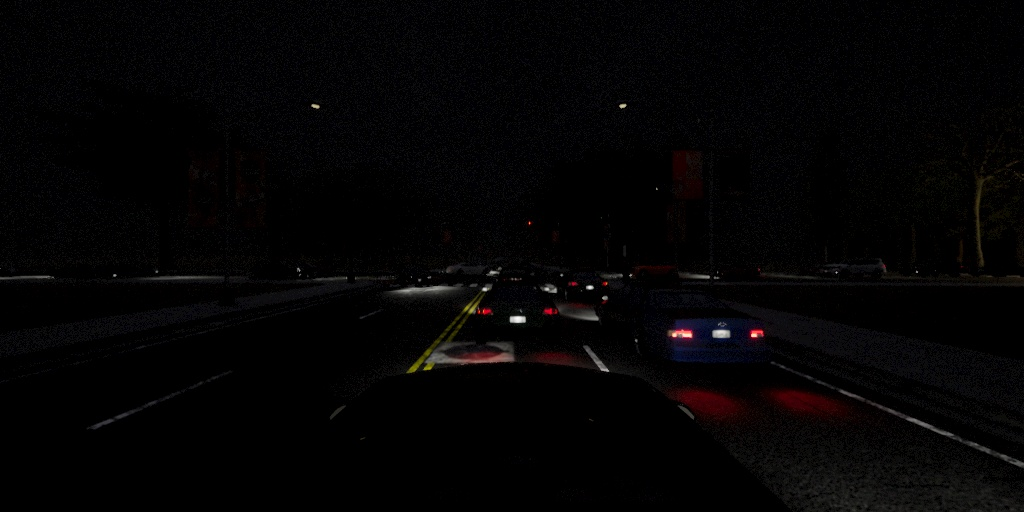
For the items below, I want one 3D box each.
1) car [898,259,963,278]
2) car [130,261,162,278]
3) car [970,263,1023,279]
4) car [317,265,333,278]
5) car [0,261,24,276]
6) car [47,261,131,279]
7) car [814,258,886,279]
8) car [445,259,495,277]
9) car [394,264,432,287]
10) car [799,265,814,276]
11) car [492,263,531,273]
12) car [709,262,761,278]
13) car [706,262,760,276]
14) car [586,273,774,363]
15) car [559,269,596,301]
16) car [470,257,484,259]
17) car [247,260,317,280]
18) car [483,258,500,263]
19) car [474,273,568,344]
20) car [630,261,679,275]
[{"bbox_3d":[47.215,1.336,40.454,5.566,2.045,2.150,1,0,0],"label":"car"},{"bbox_3d":[-35.380,1.196,33.215,4.902,1.511,2.128,0,0,0],"label":"car"},{"bbox_3d":[50.692,1.468,37.197,4.902,1.511,2.128,1,0,0],"label":"car"},{"bbox_3d":[-19.330,1.236,33.360,5.008,1.535,1.882,0,0,0],"label":"car"},{"bbox_3d":[-48.411,1.162,33.137,4.902,1.511,2.128,0,0,0],"label":"car"},{"bbox_3d":[-35.412,1.299,29.962,4.718,1.301,1.895,0,0,0],"label":"car"},{"bbox_3d":[35.317,1.243,37.175,5.566,2.045,2.150,0,0,0],"label":"car"},{"bbox_3d":[-4.512,1.343,36.800,4.674,1.442,1.812,0,0,-33],"label":"car"},{"bbox_3d":[-7.003,1.306,25.195,1.837,1.490,4.892,4,-2,-27],"label":"car"},{"bbox_3d":[35.306,1.505,40.417,5.008,1.535,1.882,0,0,1],"label":"car"},{"bbox_3d":[0.105,1.283,18.525,1.837,1.490,4.892,0,0,0],"label":"car"},{"bbox_3d":[23.246,1.519,37.109,4.181,1.385,1.994,0,0,-2],"label":"car"},{"bbox_3d":[24.818,1.473,40.355,4.892,1.490,1.837,0,0,-1],"label":"car"},{"bbox_3d":[3.356,1.302,8.269,2.033,1.411,5.357,0,0,0],"label":"car"},{"bbox_3d":[3.363,1.339,17.512,1.994,1.385,4.181,0,0,0],"label":"car"},{"bbox_3d":[-6.530,1.189,62.014,2.150,2.045,5.566,0,0,0],"label":"car"},{"bbox_3d":[-19.405,1.105,30.107,4.553,1.767,2.097,0,0,-1],"label":"car"},{"bbox_3d":[-3.295,1.403,52.714,2.128,1.511,4.902,0,0,0],"label":"car"},{"bbox_3d":[0.110,1.320,9.619,1.994,1.385,4.181,0,0,0],"label":"car"},{"bbox_3d":[14.612,1.264,37.017,4.553,1.767,2.097,0,0,-1],"label":"car"}]
